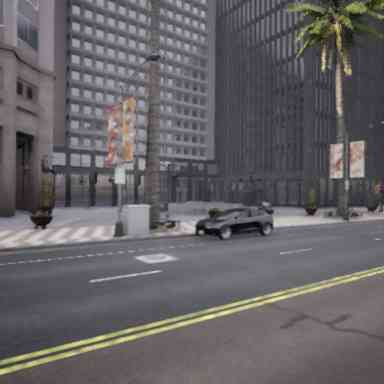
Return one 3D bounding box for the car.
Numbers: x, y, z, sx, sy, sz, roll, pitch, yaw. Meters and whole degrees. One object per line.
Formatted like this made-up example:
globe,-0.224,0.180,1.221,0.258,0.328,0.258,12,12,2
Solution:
car,2.403,1.649,18.093,4.786,1.482,2.161,1,0,-36
